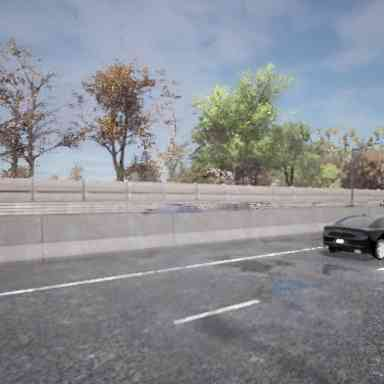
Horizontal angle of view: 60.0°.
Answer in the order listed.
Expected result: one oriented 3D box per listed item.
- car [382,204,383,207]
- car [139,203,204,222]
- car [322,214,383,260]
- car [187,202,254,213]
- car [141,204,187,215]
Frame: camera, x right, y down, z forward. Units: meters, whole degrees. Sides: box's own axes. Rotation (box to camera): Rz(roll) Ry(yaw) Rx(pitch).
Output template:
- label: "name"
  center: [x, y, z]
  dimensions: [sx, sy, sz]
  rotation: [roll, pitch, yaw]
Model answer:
- label: "car"
  center: [31.693, 2.158, 52.316]
  dimensions: [4.892, 1.490, 1.837]
  rotation: [1, 0, -35]
- label: "car"
  center: [-1.698, 1.713, 28.576]
  dimensions: [5.357, 1.411, 2.033]
  rotation: [1, 0, -35]
- label: "car"
  center: [7.254, 1.623, 13.216]
  dimensions: [5.008, 1.535, 1.882]
  rotation: [1, 0, -36]
- label: "car"
  center: [2.269, 1.515, 22.806]
  dimensions: [4.553, 1.767, 2.097]
  rotation: [1, 0, -35]
- label: "car"
  center: [-0.798, 1.696, 24.919]
  dimensions: [5.357, 1.411, 2.033]
  rotation: [1, 0, -36]
